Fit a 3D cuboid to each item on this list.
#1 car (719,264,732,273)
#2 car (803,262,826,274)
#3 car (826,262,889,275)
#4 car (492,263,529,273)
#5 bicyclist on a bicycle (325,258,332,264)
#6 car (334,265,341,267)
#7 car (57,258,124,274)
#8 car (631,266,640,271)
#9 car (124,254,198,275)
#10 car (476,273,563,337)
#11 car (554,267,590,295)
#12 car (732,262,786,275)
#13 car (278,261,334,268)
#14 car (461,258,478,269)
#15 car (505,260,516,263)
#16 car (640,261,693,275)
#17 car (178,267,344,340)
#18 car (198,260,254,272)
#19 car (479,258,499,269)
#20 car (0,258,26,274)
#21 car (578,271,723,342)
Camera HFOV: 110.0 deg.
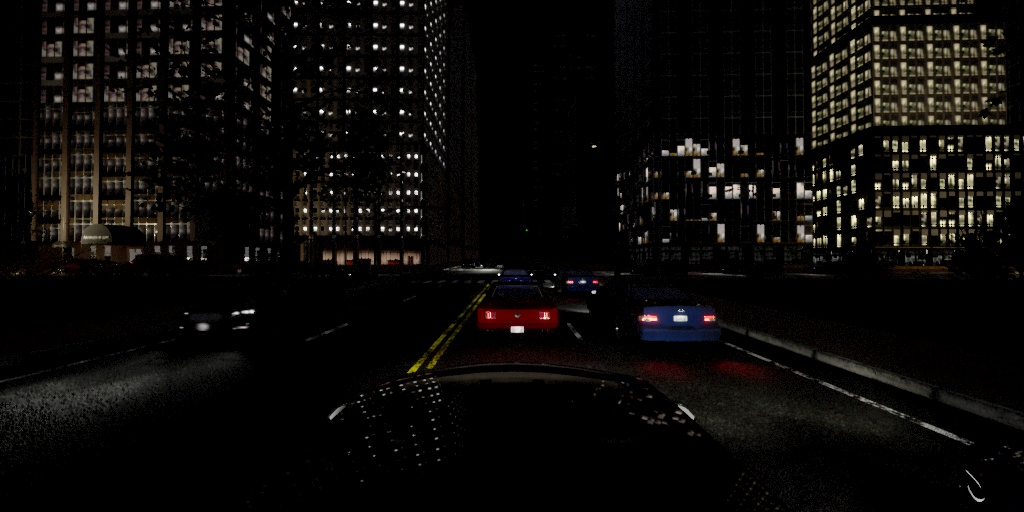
[{"bbox_3d":[26.931,1.419,42.355,4.181,1.385,1.994,0,-1,2],"label":"car"},{"bbox_3d":[36.944,1.392,42.031,4.674,1.442,1.812,0,-1,2],"label":"car"},{"bbox_3d":[37.614,1.298,38.759,5.008,1.535,1.882,0,-1,2],"label":"car"},{"bbox_3d":[0.183,1.298,19.808,2.033,1.411,5.357,0,0,0],"label":"car"},{"bbox_3d":[-24.937,1.147,48.779,0.582,1.620,1.656,0,-1,2],"label":"bicyclist on a bicycle"},{"bbox_3d":[-19.812,1.262,37.732,4.181,1.385,1.994,0,-1,2],"label":"car"},{"bbox_3d":[-45.224,1.014,38.647,4.553,1.767,2.097,0,-1,2],"label":"car"},{"bbox_3d":[17.037,1.390,42.669,5.357,1.411,2.033,0,-1,2],"label":"car"},{"bbox_3d":[-33.759,0.855,34.972,5.566,2.045,2.150,0,-1,2],"label":"car"},{"bbox_3d":[0.136,1.352,10.227,1.895,1.301,4.718,0,0,0],"label":"car"},{"bbox_3d":[3.433,1.299,19.769,2.033,1.411,5.357,0,0,0],"label":"car"},{"bbox_3d":[27.176,1.334,39.086,4.674,1.442,1.812,0,-1,2],"label":"car"},{"bbox_3d":[-20.168,1.177,34.495,4.674,1.442,1.812,0,-1,2],"label":"car"},{"bbox_3d":[-6.863,1.234,56.800,1.837,1.490,4.892,0,0,0],"label":"car"},{"bbox_3d":[-0.321,1.291,60.876,1.994,1.385,4.181,0,0,0],"label":"car"},{"bbox_3d":[17.212,1.288,39.413,4.902,1.511,2.128,0,-1,2],"label":"car"},{"bbox_3d":[-6.556,1.243,10.068,2.128,1.511,4.902,0,0,0],"label":"car"},{"bbox_3d":[-29.822,1.162,38.084,5.008,1.535,1.882,0,-1,2],"label":"car"},{"bbox_3d":[-3.629,1.220,57.650,2.128,1.511,4.902,0,0,-1],"label":"car"},{"bbox_3d":[-52.654,1.153,35.704,5.357,1.411,2.033,0,-1,3],"label":"car"},{"bbox_3d":[3.383,1.299,9.694,2.033,1.411,5.357,0,0,0],"label":"car"}]
